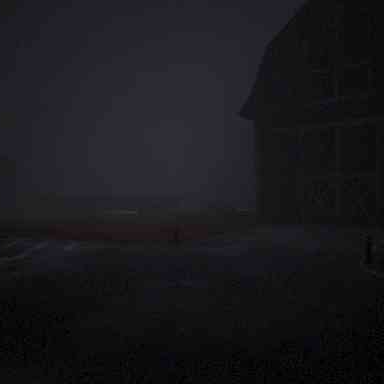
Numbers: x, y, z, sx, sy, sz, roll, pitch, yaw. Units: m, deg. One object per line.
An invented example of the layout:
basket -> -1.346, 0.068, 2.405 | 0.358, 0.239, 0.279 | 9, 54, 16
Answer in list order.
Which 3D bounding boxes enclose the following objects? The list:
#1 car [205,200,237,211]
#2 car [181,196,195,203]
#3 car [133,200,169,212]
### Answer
car -> 4.046, 1.816, 45.900 | 4.674, 1.442, 1.812 | 0, 0, -27
car -> -1.249, 2.058, 92.660 | 1.932, 1.855, 4.605 | -1, 0, 35
car -> -5.489, 1.843, 44.395 | 4.892, 1.490, 1.837 | 1, -1, -33
